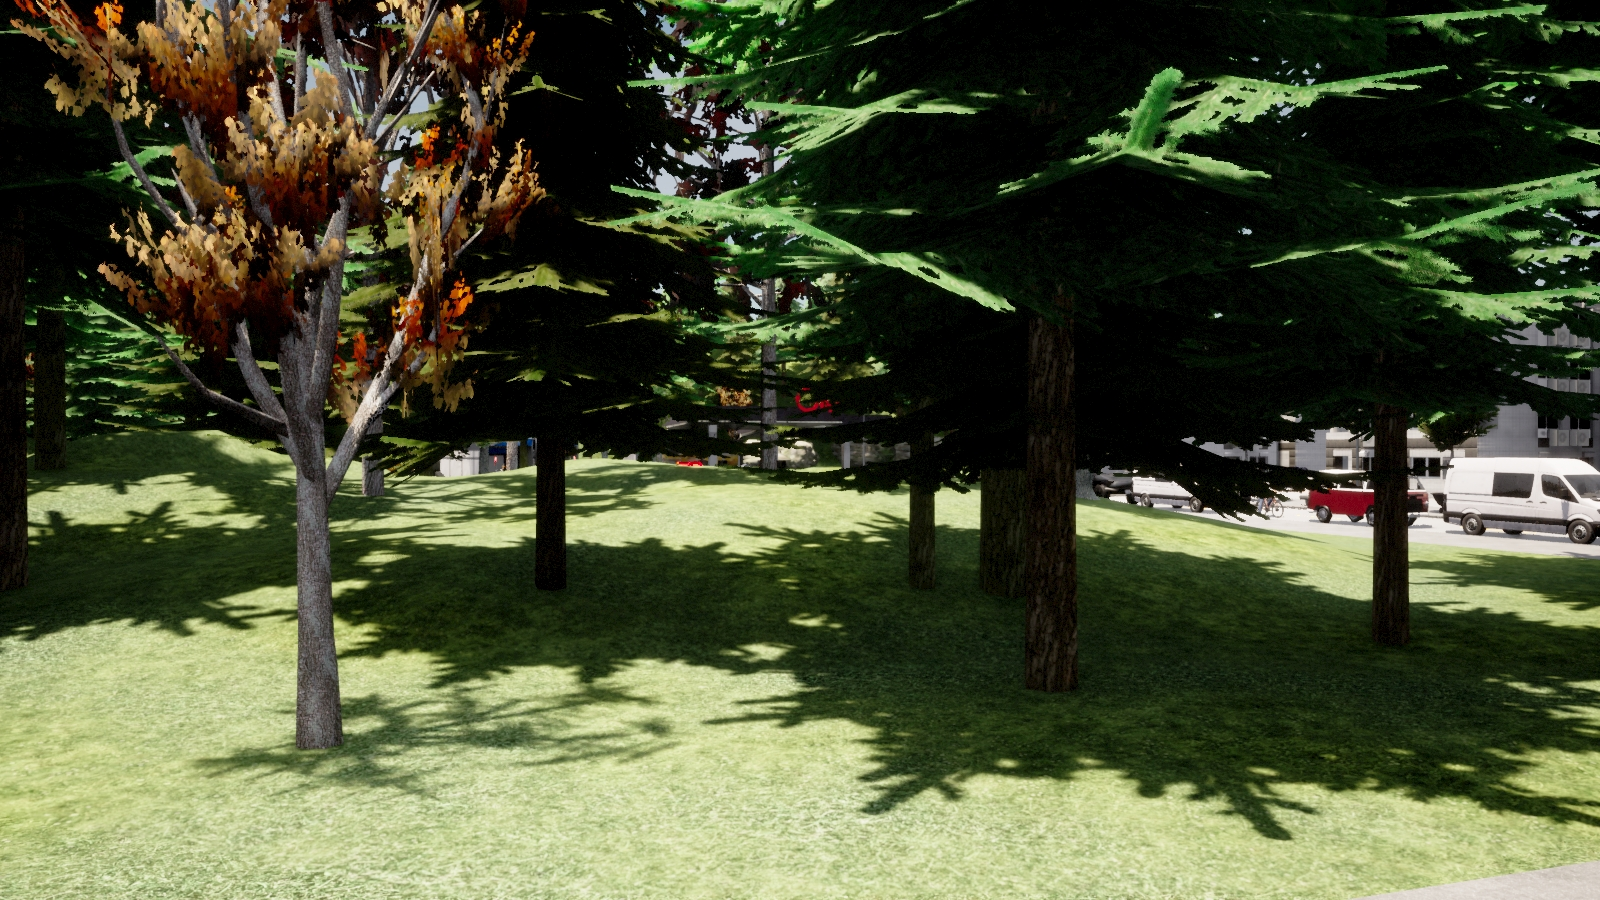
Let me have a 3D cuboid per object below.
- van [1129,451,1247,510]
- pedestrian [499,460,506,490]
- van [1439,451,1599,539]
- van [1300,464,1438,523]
[{"bbox_3d":[17.841,1.314,52.900,1.988,2.561,5.915,0,0,-18],"label":"van"},{"bbox_3d":[-18.263,1.523,70.176,0.375,1.860,0.375,0,0,-17],"label":"pedestrian"},{"bbox_3d":[23.412,1.314,36.018,1.988,2.561,5.915,0,0,-18],"label":"van"},{"bbox_3d":[21.187,1.563,42.784,2.069,2.038,4.480,0,0,-18],"label":"van"}]
